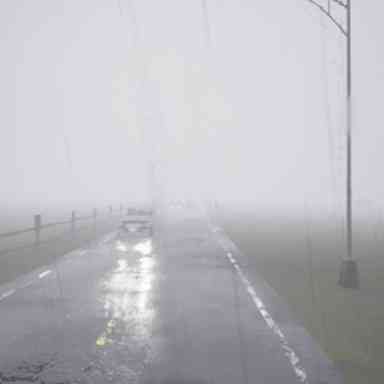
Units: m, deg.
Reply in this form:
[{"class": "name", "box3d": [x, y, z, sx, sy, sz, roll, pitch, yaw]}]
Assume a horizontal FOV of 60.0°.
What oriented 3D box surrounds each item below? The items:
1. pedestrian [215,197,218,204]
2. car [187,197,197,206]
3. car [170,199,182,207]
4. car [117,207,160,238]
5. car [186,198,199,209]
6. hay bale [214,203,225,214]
[{"class": "pedestrian", "box3d": [2.808, 1.509, 38.723, 0.375, 1.860, 0.375, 1, -1, -2]}, {"class": "car", "box3d": [-0.027, 1.802, 63.027, 1.882, 1.535, 5.008, 0, 0, 0]}, {"class": "car", "box3d": [-2.825, 1.865, 58.699, 1.994, 1.385, 4.181, 0, 0, 1]}, {"class": "car", "box3d": [-2.858, 1.581, 18.537, 2.128, 1.511, 4.902, 0, 0, 0]}, {"class": "car", "box3d": [0.015, 1.852, 49.695, 1.895, 1.301, 4.718, 0, 0, 0]}, {"class": "hay bale", "box3d": [3.101, 1.842, 37.616, 1.220, 1.180, 1.240, -1, -1, 0]}]
